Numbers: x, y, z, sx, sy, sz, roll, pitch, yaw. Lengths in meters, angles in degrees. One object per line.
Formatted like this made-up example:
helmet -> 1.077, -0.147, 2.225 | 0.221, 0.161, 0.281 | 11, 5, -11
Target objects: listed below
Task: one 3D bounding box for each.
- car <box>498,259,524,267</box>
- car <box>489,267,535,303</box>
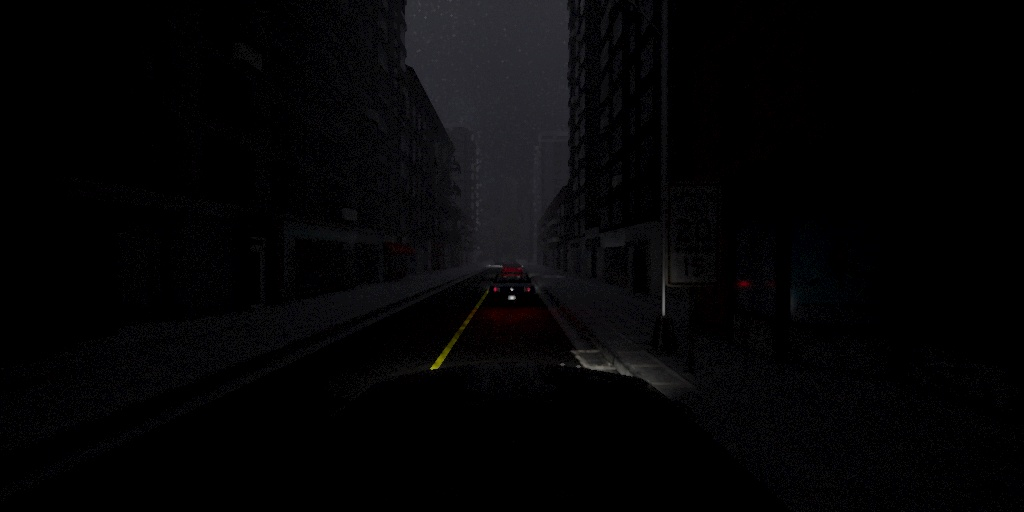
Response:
car -> 0.000, 1.250, 31.502 | 1.882, 1.535, 5.008 | 0, 0, 0
car -> 0.000, 1.369, 16.531 | 1.895, 1.301, 4.718 | 0, 0, 0
